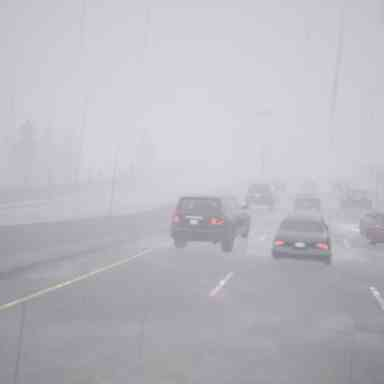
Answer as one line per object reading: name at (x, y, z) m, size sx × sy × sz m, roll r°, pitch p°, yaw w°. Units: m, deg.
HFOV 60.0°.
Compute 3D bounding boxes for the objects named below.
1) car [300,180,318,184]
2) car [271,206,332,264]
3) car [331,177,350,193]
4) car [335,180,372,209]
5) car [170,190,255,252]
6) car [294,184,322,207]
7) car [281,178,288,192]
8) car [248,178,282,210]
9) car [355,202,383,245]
car at (13.165, -0.650, 37.522) m, size 2.033 × 1.411 × 5.357 m, roll 1°, pitch 7°, yaw 20°
car at (4.025, 1.521, 12.096) m, size 2.033 × 1.411 × 5.357 m, roll 1°, pitch 2°, yaw 20°
car at (17.009, -0.948, 37.792) m, size 2.097 × 1.767 × 4.553 m, roll 1°, pitch 7°, yaw 20°
car at (13.075, 0.326, 26.846) m, size 2.097 × 1.767 × 4.553 m, roll 1°, pitch 6°, yaw 20°
car at (0.980, 1.096, 13.935) m, size 2.150 × 2.045 × 5.566 m, roll 1°, pitch 1°, yaw 20°
car at (9.175, 0.542, 26.396) m, size 1.882 × 1.535 × 5.008 m, roll 1°, pitch 5°, yaw 20°
car at (10.351, -0.926, 39.976) m, size 2.128 × 1.511 × 4.902 m, roll 1°, pitch 7°, yaw 20°
car at (5.877, 0.210, 27.548) m, size 2.150 × 2.045 × 5.566 m, roll 1°, pitch 5°, yaw 20°
car at (8.716, 1.465, 14.724) m, size 1.994 × 1.385 × 4.181 m, roll 1°, pitch 3°, yaw 20°
